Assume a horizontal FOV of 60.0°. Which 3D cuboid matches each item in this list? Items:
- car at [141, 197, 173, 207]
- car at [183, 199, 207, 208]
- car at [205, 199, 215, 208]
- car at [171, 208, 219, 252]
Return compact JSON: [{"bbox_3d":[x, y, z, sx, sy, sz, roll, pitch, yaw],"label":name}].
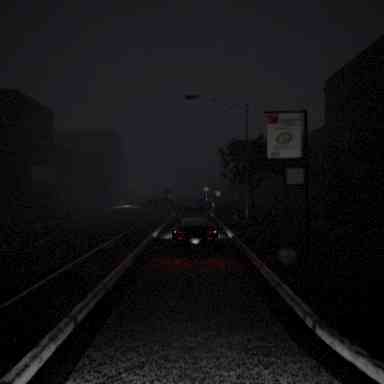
[{"bbox_3d":[-5.289,1.478,50.726,4.892,1.490,1.837,0,1,-23],"label":"car"},{"bbox_3d":[0.182,1.719,31.020,1.882,1.535,5.008,0,0,0],"label":"car"},{"bbox_3d":[1.870,1.657,46.613,1.895,1.301,4.718,0,1,-6],"label":"car"},{"bbox_3d":[0.126,1.595,14.173,1.812,1.442,4.674,0,-1,0],"label":"car"}]
